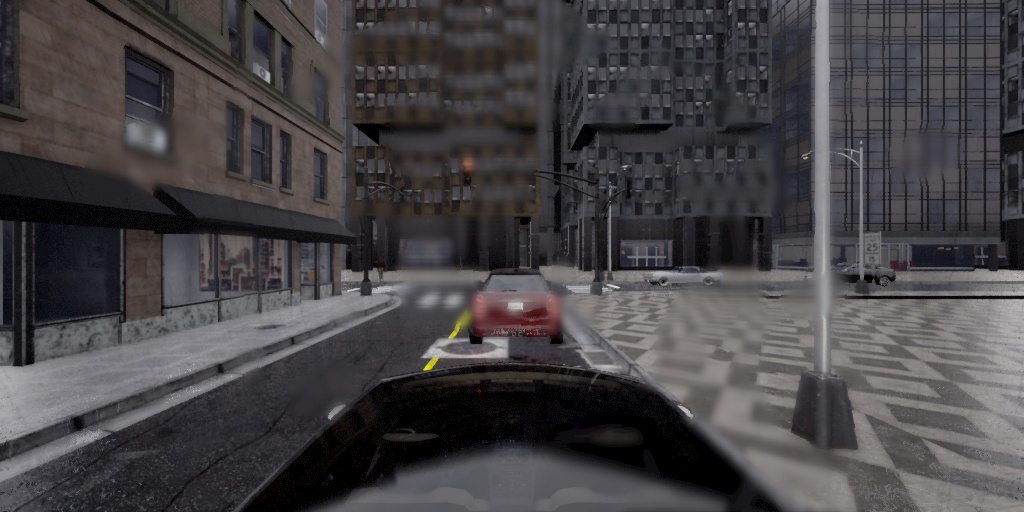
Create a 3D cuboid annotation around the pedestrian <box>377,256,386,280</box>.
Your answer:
[{"bbox_3d":[-9.839,0.903,26.925,0.375,1.860,0.375,0,0,1],"label":"pedestrian"}]

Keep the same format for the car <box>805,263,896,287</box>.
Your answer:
[{"bbox_3d":[22.105,1.208,23.537,4.902,1.511,2.128,0,0,1],"label":"car"}]

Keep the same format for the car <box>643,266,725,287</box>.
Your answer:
[{"bbox_3d":[11.194,1.333,23.659,4.718,1.301,1.895,0,0,1],"label":"car"}]

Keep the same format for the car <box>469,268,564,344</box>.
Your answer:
[{"bbox_3d":[0.068,1.102,9.743,2.097,1.767,4.553,0,0,-1],"label":"car"}]
